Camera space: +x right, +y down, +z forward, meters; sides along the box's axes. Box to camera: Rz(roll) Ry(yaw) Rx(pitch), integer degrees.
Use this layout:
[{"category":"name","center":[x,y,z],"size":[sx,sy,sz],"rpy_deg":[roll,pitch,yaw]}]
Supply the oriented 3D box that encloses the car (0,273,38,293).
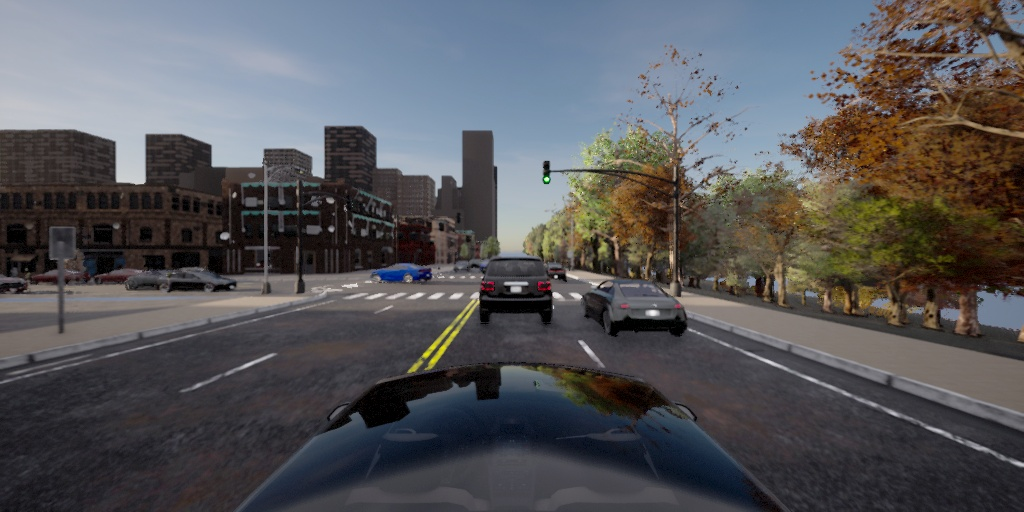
[{"category":"car","center":[-33.810,1.661,22.896],"size":[4.097,1.591,1.967],"rpy_deg":[0,0,0]}]

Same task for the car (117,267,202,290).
[{"category":"car","center":[-24.688,1.663,25.467],"size":[4.181,1.385,1.994],"rpy_deg":[-1,0,0]}]

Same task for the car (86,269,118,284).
[{"category":"car","center":[-33.797,1.745,31.277],"size":[4.207,1.307,1.802],"rpy_deg":[0,0,0]}]

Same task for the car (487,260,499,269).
[{"category":"car","center":[-3.249,1.446,62.822],"size":[1.812,1.442,4.674],"rpy_deg":[0,0,1]}]

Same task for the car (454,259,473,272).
[{"category":"car","center":[-6.556,1.371,47.924],"size":[2.128,1.511,4.902],"rpy_deg":[0,0,0]}]

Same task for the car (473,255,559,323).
[{"category":"car","center":[0.112,1.002,12.368],"size":[2.150,2.045,5.566],"rpy_deg":[0,0,0]}]

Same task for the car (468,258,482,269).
[{"category":"car","center":[-6.493,1.275,63.618],"size":[2.097,1.767,4.553],"rpy_deg":[0,0,1]}]

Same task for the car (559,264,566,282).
[{"category":"car","center":[3.368,1.337,29.881],"size":[1.837,1.490,4.892],"rpy_deg":[0,0,0]}]

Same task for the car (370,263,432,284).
[{"category":"car","center":[-8.611,1.317,27.758],"size":[5.008,1.535,1.882],"rpy_deg":[-1,-1,22]}]

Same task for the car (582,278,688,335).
[{"category":"car","center":[3.356,1.340,10.569],"size":[1.994,1.385,4.181],"rpy_deg":[0,0,0]}]

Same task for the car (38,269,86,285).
[{"category":"car","center":[-39.331,1.807,31.288],"size":[4.207,1.307,1.802],"rpy_deg":[0,0,0]}]

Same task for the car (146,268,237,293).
[{"category":"car","center":[-19.934,1.629,22.749],"size":[4.313,1.339,1.948],"rpy_deg":[0,0,0]}]

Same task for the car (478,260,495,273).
[{"category":"car","center":[-3.303,1.358,48.014],"size":[1.882,1.535,5.008],"rpy_deg":[0,0,0]}]
